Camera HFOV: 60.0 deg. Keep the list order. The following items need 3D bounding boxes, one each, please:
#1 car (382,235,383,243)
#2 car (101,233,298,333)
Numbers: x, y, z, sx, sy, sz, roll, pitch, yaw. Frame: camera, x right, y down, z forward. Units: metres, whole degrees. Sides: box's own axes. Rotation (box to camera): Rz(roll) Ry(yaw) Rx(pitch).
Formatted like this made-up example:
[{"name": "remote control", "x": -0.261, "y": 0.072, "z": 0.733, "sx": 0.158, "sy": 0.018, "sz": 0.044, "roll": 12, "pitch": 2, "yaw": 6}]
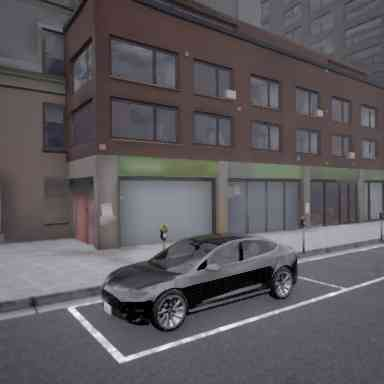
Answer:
[{"name": "car", "x": 9.321, "y": 1.519, "z": 13.192, "sx": 4.829, "sy": 1.417, "sz": 1.752, "roll": 0, "pitch": -1, "yaw": -35}, {"name": "car", "x": 0.365, "y": 1.564, "z": 6.803, "sx": 4.313, "sy": 1.339, "sz": 1.947, "roll": 0, "pitch": -1, "yaw": -35}]
